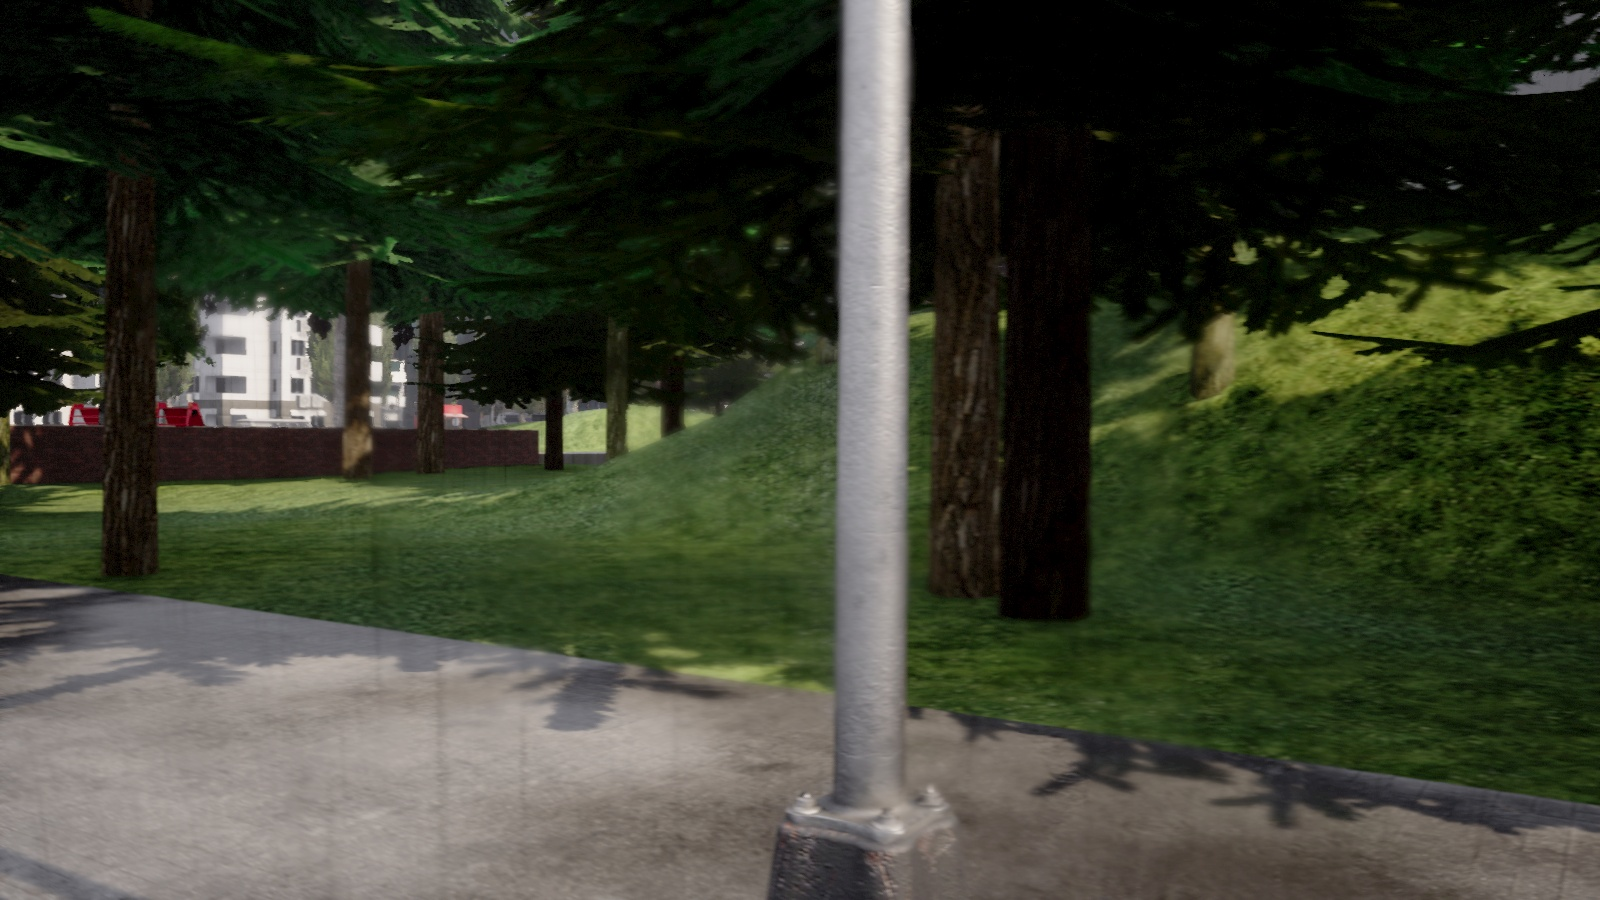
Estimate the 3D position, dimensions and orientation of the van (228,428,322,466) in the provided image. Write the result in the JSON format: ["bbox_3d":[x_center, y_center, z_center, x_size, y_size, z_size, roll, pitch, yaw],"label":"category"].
[{"bbox_3d":[-28.402,-0.188,68.099,1.775,1.987,4.442,0,1,34],"label":"van"}]
